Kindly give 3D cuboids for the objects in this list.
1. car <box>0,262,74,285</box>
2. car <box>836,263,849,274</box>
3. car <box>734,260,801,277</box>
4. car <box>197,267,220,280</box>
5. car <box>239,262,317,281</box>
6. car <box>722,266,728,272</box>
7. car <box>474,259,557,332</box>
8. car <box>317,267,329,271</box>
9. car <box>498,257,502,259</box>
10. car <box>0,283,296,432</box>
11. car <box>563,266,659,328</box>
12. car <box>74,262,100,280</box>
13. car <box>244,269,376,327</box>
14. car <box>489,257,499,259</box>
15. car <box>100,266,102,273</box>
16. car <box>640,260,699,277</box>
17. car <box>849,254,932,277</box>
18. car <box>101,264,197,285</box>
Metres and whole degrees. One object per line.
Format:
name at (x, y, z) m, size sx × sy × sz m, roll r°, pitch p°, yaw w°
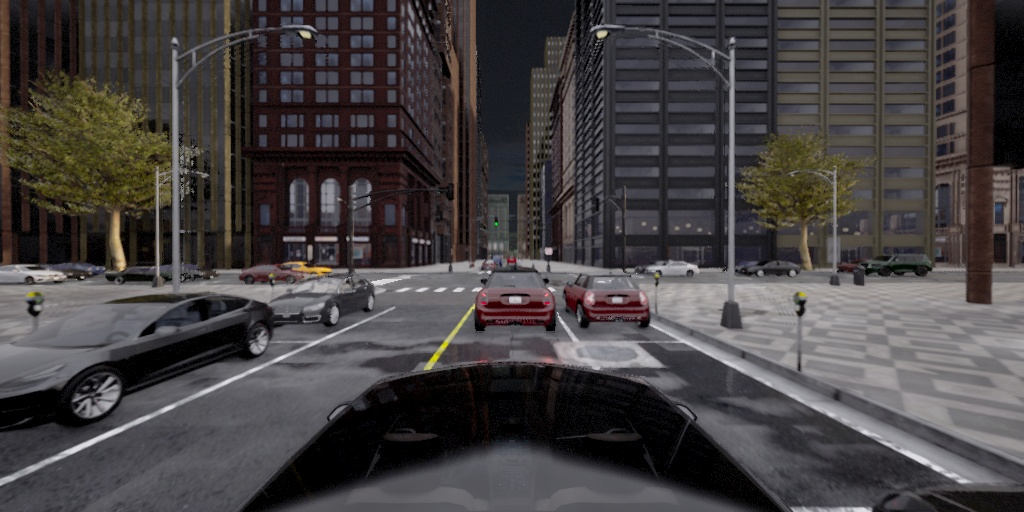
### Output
car at (-35.569, 1.358, 26.154) m, size 4.674 × 1.442 × 1.812 m, roll 0°, pitch 0°, yaw 0°
car at (35.439, 1.067, 36.218) m, size 5.008 × 1.535 × 1.882 m, roll 0°, pitch 0°, yaw 0°
car at (23.690, 1.140, 32.956) m, size 4.892 × 1.490 × 1.837 m, roll 0°, pitch 0°, yaw 0°
car at (-27.276, 1.335, 29.417) m, size 5.357 × 1.411 × 2.033 m, roll 0°, pitch 0°, yaw 0°
car at (-17.258, 1.305, 26.183) m, size 4.674 × 1.442 × 1.812 m, roll 0°, pitch 0°, yaw -2°
car at (24.292, 1.161, 36.212) m, size 5.357 × 1.411 × 2.033 m, roll 0°, pitch 0°, yaw 0°
car at (0.089, 1.089, 10.904) m, size 2.097 × 1.767 × 4.553 m, roll 0°, pitch 0°, yaw 0°
car at (-17.333, 1.237, 29.429) m, size 5.008 × 1.535 × 1.882 m, roll 0°, pitch 0°, yaw 1°
car at (-3.061, 1.289, 57.158) m, size 1.895 × 1.301 × 4.718 m, roll 0°, pitch 0°, yaw 0°
car at (-5.761, 1.310, 5.704) m, size 1.948 × 1.339 × 4.313 m, roll 0°, pitch 0°, yaw 0°
car at (2.766, 1.175, 11.339) m, size 1.967 × 1.591 × 4.097 m, roll 0°, pitch 0°, yaw 0°
car at (-37.910, 1.365, 29.398) m, size 5.357 × 1.411 × 2.033 m, roll 0°, pitch 0°, yaw -1°
car at (-5.759, 1.286, 11.341) m, size 2.007 × 1.370 × 4.403 m, roll 0°, pitch 0°, yaw 0°
car at (-3.053, 1.220, 47.801) m, size 1.812 × 1.442 × 4.674 m, roll 0°, pitch 0°, yaw 1°
car at (-44.248, 1.340, 36.076) m, size 5.357 × 1.411 × 2.033 m, roll 0°, pitch 0°, yaw -1°
car at (14.667, 1.181, 32.949) m, size 4.674 × 1.442 × 1.812 m, roll 0°, pitch 0°, yaw 1°
car at (35.038, 0.830, 32.968) m, size 5.566 × 2.045 × 2.150 m, roll 0°, pitch 0°, yaw 0°
car at (-26.358, 1.406, 26.168) m, size 4.718 × 1.301 × 1.895 m, roll 0°, pitch 0°, yaw 0°
